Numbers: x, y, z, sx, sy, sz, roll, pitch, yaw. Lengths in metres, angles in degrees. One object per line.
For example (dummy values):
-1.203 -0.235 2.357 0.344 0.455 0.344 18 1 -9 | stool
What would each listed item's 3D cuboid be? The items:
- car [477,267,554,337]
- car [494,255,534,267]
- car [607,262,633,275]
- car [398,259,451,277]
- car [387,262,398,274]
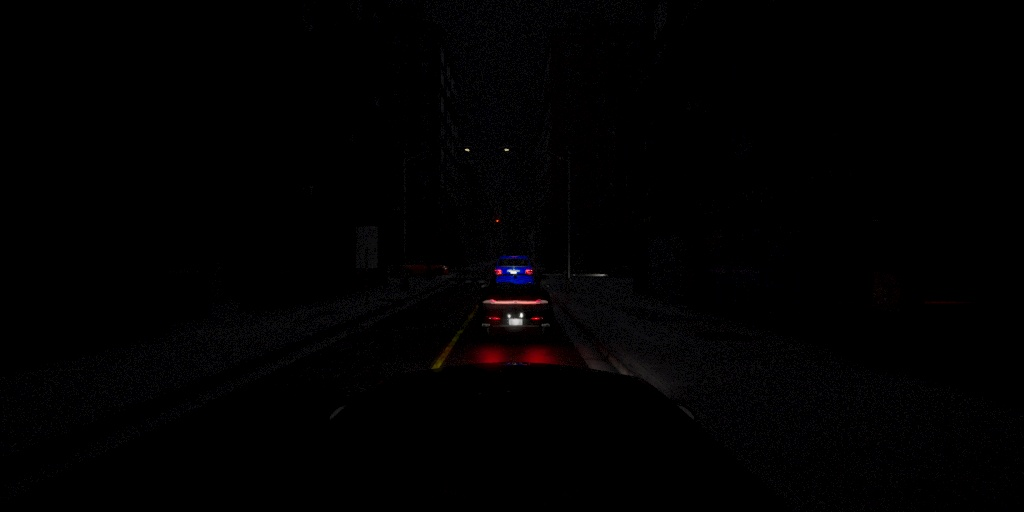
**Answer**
0.100 1.240 10.318 2.128 1.511 4.902 0 0 0 | car
0.107 0.970 20.630 2.150 2.045 5.566 0 0 1 | car
12.166 1.315 37.648 4.181 1.385 1.994 0 0 0 | car
-8.235 1.102 34.776 4.553 1.767 2.097 0 0 0 | car
-14.651 1.287 40.293 4.313 1.339 1.948 0 0 0 | car
